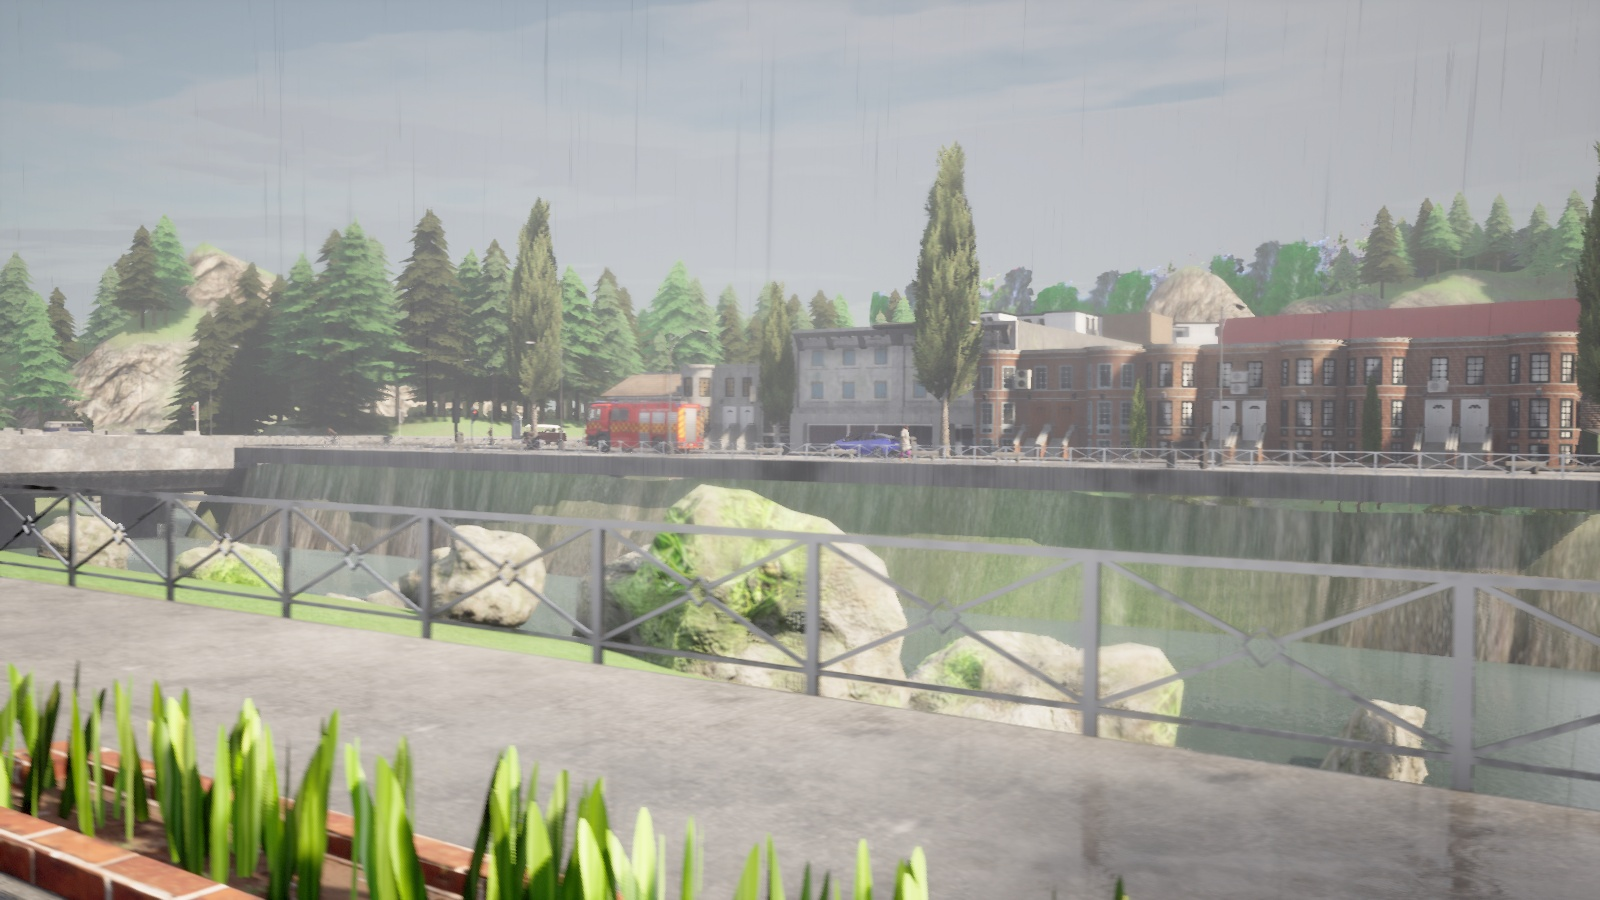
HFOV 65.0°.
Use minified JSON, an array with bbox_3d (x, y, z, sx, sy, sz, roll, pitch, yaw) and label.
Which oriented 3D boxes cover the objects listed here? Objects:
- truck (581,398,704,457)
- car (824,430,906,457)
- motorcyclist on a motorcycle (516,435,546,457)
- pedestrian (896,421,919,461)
[{"bbox_3d":[-10.768,-1.501,85.367,8.468,3.827,2.891,0,1,34],"label":"truck"},{"bbox_3d":[3.899,-0.390,75.651,4.514,1.525,2.007,0,1,34],"label":"car"},{"bbox_3d":[-19.544,-0.301,91.218,2.191,1.530,0.866,0,1,34],"label":"motorcyclist on a motorcycle"},{"bbox_3d":[5.270,-0.445,61.450,0.873,1.952,0.659,0,1,38],"label":"pedestrian"}]
